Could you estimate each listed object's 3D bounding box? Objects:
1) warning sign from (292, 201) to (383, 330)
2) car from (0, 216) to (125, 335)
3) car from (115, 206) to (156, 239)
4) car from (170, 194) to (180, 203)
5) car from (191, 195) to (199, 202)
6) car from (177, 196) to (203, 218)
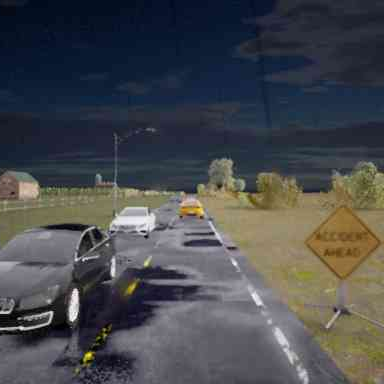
[{"bbox_3d":[2.432,1.096,5.400,1.300,1.860,1.060,0,0,0],"label":"warning sign"},{"bbox_3d":[-2.878,1.490,7.031,1.837,1.490,4.892,0,0,0],"label":"car"},{"bbox_3d":[-2.922,1.482,17.309,1.812,1.442,4.674,0,0,0],"label":"car"},{"bbox_3d":[-3.081,1.267,64.537,2.097,1.767,4.553,0,0,0],"label":"car"},{"bbox_3d":[0.597,1.458,75.400,1.812,1.442,4.674,0,0,0],"label":"car"},{"bbox_3d":[-0.071,1.399,28.996,1.882,1.535,5.008,0,0,0],"label":"car"}]
